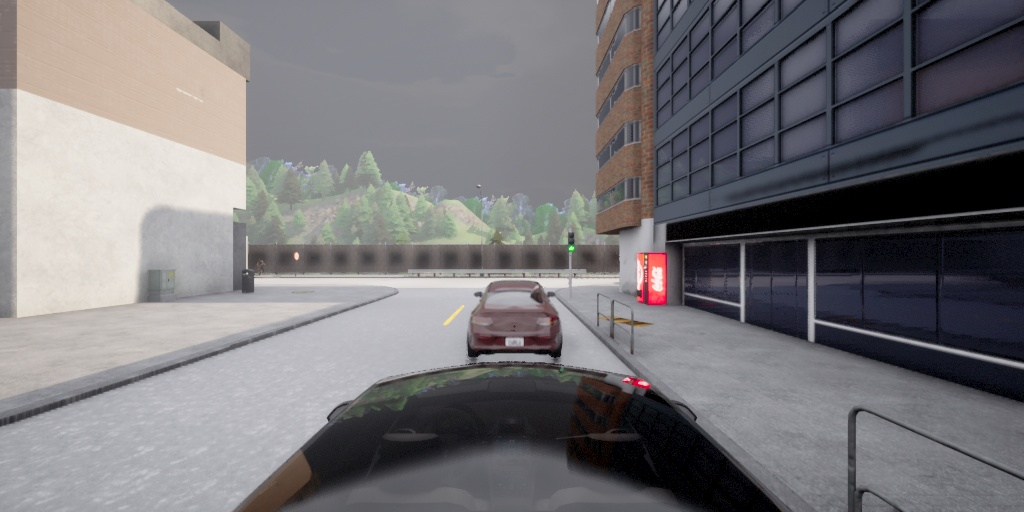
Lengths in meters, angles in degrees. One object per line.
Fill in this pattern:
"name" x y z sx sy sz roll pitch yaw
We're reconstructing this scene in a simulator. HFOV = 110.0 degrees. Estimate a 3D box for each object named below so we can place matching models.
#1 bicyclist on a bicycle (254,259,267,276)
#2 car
"bicyclist on a bicycle" -24.187 1.099 34.496 0.582 1.620 1.656 0 0 0
"car" 0.061 1.276 8.342 1.812 1.442 4.674 0 0 0
